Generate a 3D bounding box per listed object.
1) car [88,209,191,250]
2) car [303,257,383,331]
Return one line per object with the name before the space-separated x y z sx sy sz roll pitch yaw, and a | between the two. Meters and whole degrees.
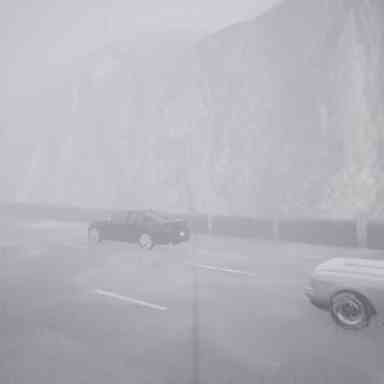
car | -2.395 1.465 14.299 5.008 1.535 1.882 0 0 35
car | 4.311 1.601 5.215 4.718 1.301 1.895 0 0 36
